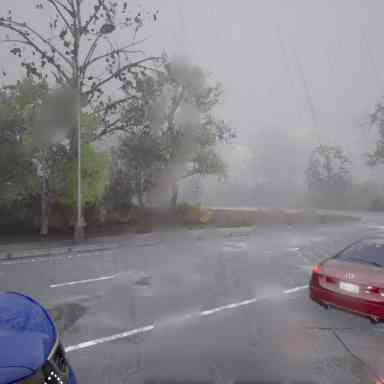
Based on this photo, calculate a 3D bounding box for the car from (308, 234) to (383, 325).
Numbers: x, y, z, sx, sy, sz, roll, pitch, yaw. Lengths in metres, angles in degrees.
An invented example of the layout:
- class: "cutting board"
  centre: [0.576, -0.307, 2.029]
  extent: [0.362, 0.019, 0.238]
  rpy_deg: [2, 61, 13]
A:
- class: "car"
  centre: [4.275, 1.564, 6.717]
  extent: [4.181, 1.385, 1.994]
  rpy_deg: [0, 0, -35]

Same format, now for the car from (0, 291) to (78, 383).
- class: "car"
  centre: [-3.350, 1.221, 1.330]
  extent: [5.566, 2.045, 2.150]
  rpy_deg: [0, 0, -36]
